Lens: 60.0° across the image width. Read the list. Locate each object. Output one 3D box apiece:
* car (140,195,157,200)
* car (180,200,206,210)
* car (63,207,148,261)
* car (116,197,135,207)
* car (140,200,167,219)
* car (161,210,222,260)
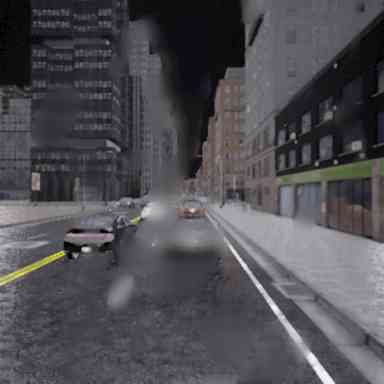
[{"bbox_3d":[-6.520,1.472,50.570,2.150,2.045,5.566,0,-1,1],"label":"car"},{"bbox_3d":[0.052,1.485,27.473,2.097,1.767,4.553,0,0,0],"label":"car"},{"bbox_3d":[-3.200,1.553,12.565,2.128,1.511,4.902,0,0,0],"label":"car"},{"bbox_3d":[-9.784,1.594,49.440,2.097,1.767,4.553,0,0,1],"label":"car"},{"bbox_3d":[-3.192,1.663,28.272,1.812,1.442,4.674,0,0,0],"label":"car"},{"bbox_3d":[0.051,1.627,12.806,1.994,1.385,4.181,0,0,1],"label":"car"}]
